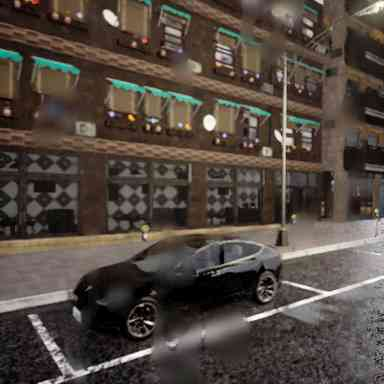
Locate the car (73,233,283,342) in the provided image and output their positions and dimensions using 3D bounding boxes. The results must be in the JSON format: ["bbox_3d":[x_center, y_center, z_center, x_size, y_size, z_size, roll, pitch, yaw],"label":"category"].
[{"bbox_3d":[-0.036,1.550,6.515,4.313,1.339,1.947,0,1,-35],"label":"car"}]
